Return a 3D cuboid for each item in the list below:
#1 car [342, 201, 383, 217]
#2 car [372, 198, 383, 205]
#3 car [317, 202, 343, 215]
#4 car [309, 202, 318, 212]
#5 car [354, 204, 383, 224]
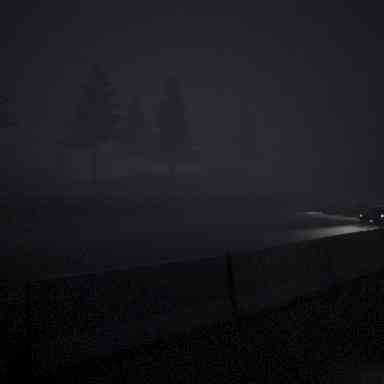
[{"bbox_3d":[17.803,1.862,34.562,2.033,1.411,5.357,-1,-1,41],"label":"car"},{"bbox_3d":[40.538,1.985,71.861,2.128,1.511,4.902,-1,-1,35],"label":"car"},{"bbox_3d":[16.947,1.931,38.951,2.033,1.411,5.357,-1,-1,40],"label":"car"},{"bbox_3d":[17.613,2.032,45.516,1.994,1.385,4.181,-1,-1,38],"label":"car"},{"bbox_3d":[14.715,1.826,26.019,1.895,1.301,4.718,-1,-1,44],"label":"car"}]
